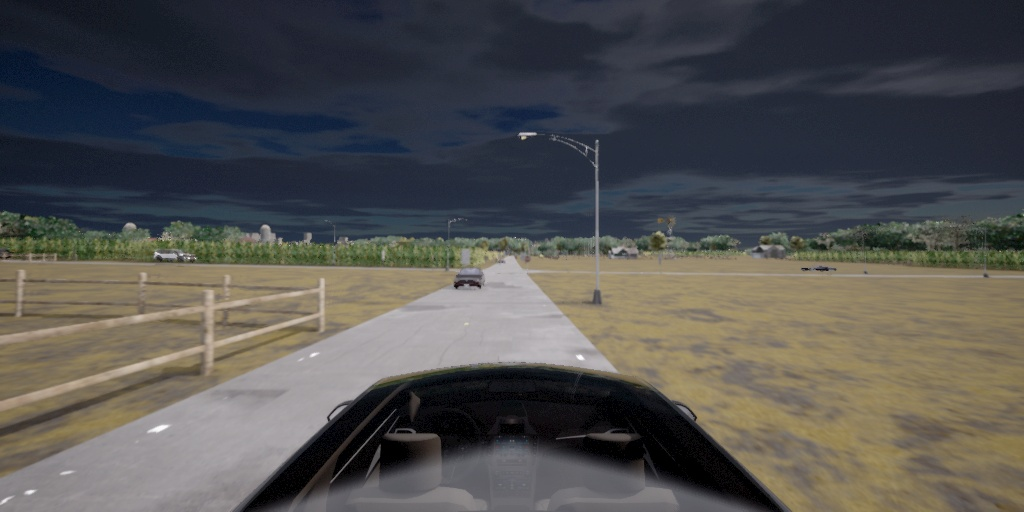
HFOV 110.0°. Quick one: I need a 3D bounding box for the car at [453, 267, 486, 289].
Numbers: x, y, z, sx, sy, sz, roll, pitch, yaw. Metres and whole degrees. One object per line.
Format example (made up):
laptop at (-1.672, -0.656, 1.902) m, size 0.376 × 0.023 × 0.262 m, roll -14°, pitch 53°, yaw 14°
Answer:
car at (-2.852, 1.495, 25.159) m, size 2.033 × 1.411 × 5.357 m, roll 0°, pitch 0°, yaw 0°
